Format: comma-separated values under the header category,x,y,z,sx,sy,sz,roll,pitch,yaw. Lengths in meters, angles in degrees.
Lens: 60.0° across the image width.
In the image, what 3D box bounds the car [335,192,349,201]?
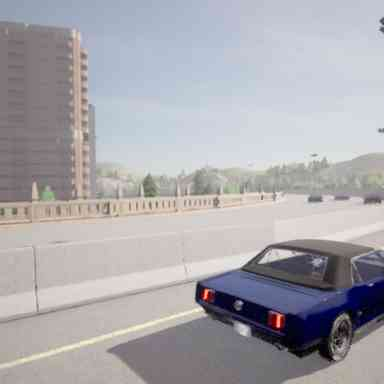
category,x,y,z,sx,sy,sz,roll,pitch,yaw
car,23.629,0.681,52.526,1.994,1.385,4.181,-1,1,21

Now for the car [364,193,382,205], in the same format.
category,x,y,z,sx,sy,sz,roll,pitch,yaw
car,22.324,0.854,41.093,1.895,1.301,4.718,-1,1,28

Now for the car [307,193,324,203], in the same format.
category,x,y,z,sx,sy,sz,roll,pitch,yaw
car,17.595,0.862,47.269,1.895,1.301,4.718,-1,1,25

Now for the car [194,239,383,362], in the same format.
category,x,y,z,sx,sy,sz,roll,pitch,yaw
car,2.415,1.508,5.800,4.718,1.301,1.895,-1,1,-38
